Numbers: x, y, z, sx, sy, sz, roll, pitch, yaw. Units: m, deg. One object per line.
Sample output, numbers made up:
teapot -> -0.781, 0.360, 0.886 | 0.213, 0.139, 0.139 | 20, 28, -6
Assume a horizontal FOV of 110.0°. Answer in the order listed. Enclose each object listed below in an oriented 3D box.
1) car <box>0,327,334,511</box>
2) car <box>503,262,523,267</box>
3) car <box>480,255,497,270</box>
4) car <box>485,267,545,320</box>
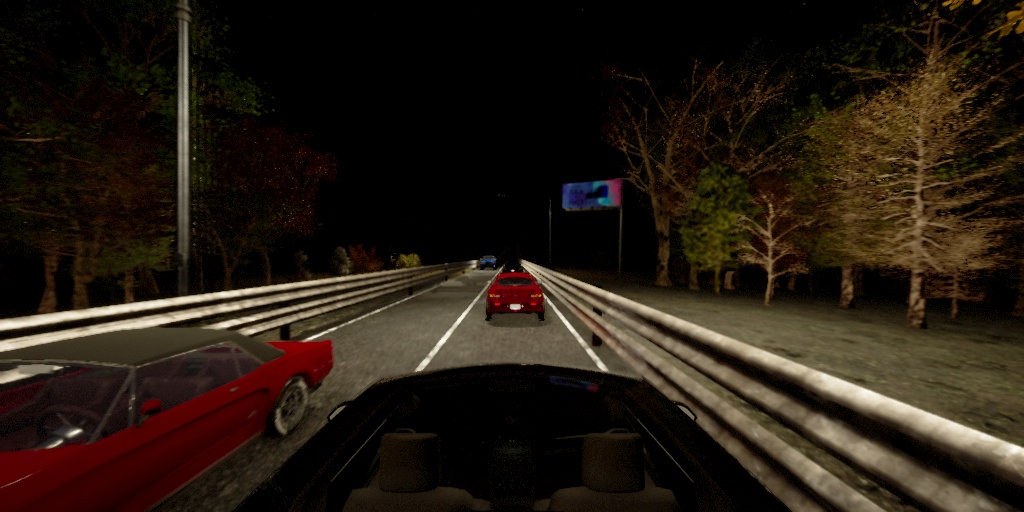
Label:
car -> -3.352, 1.350, 2.659 | 1.895, 1.301, 4.718 | 0, 0, 0
car -> 0.073, 1.304, 34.731 | 1.994, 1.385, 4.181 | 0, 0, 0
car -> -3.299, 0.941, 51.053 | 2.150, 2.045, 5.566 | 0, 0, 0
car -> 0.095, 1.272, 12.468 | 1.812, 1.442, 4.674 | 0, 0, 0
